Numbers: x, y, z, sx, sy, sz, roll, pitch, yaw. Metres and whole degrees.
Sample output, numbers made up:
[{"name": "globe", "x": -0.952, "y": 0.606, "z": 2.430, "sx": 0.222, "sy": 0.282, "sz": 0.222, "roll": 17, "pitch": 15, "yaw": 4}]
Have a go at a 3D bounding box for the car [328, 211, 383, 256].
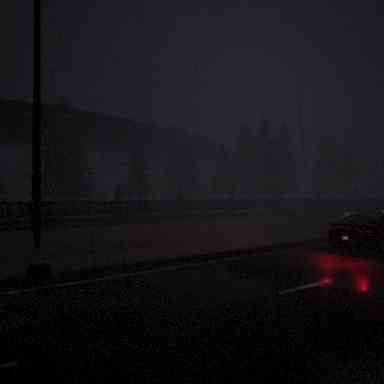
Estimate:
[{"name": "car", "x": 7.557, "y": 1.522, "z": 13.425, "sx": 5.008, "sy": 1.535, "sz": 1.882, "roll": 1, "pitch": 0, "yaw": -35}]
